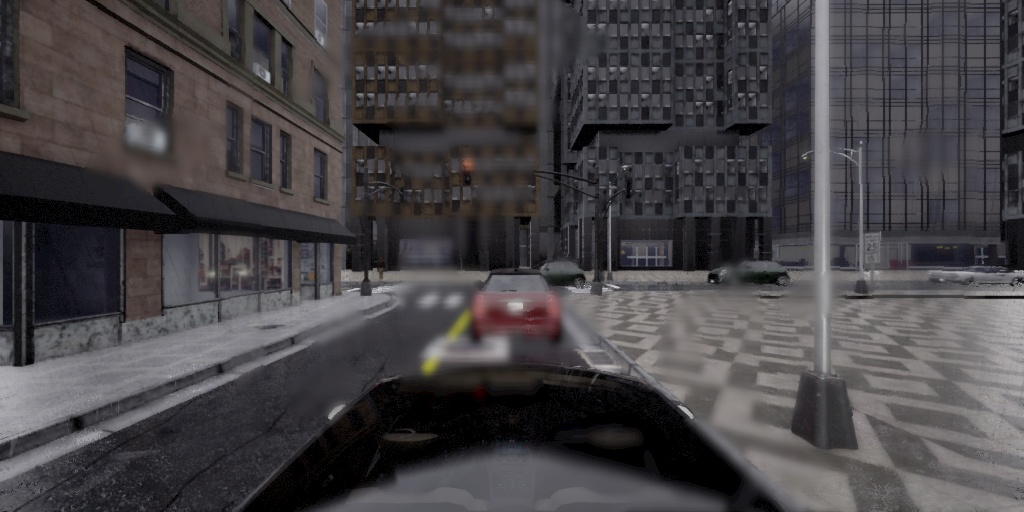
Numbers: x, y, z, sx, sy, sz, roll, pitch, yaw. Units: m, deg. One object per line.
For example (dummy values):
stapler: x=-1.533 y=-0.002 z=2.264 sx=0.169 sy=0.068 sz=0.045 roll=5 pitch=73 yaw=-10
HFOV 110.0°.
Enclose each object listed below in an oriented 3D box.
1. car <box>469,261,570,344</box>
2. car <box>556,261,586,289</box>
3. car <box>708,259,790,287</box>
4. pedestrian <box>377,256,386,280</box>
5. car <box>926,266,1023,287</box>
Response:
car: x=0.068 y=1.102 z=9.743 sx=2.097 sy=1.767 sz=4.553 roll=0 pitch=0 yaw=-1
car: x=2.170 y=1.095 z=21.988 sx=4.553 sy=1.767 sz=2.097 roll=0 pitch=0 yaw=-21
car: x=15.459 y=1.077 z=23.612 sx=4.553 sy=1.767 sz=2.097 roll=0 pitch=0 yaw=1
pedestrian: x=-9.839 y=0.902 z=26.925 sx=0.375 sy=1.860 sz=0.375 roll=0 pitch=0 yaw=1
car: x=30.381 y=1.307 z=23.442 sx=4.718 sy=1.301 sz=1.895 roll=0 pitch=0 yaw=1
